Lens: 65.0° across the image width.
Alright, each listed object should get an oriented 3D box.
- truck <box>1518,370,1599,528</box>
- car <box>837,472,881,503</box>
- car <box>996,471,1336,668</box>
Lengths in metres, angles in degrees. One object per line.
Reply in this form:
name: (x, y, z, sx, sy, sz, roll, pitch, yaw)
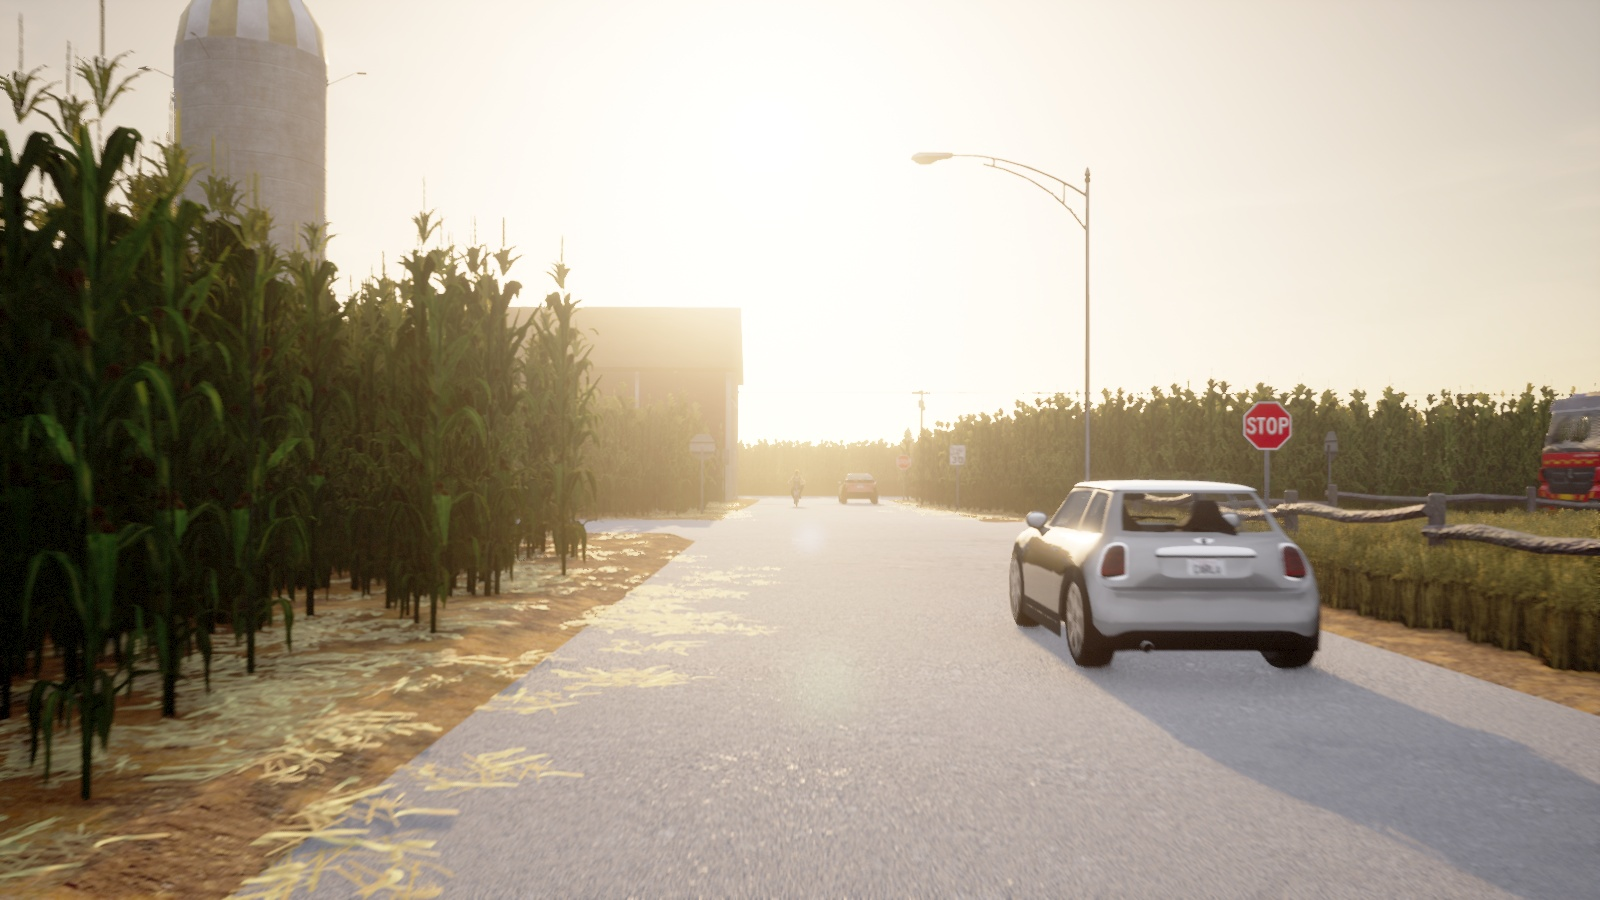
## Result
truck: (23.231, 0.016, 31.762, 8.468, 3.827, 2.891, 0, -1, 0)
car: (2.945, 1.870, 63.547, 2.007, 1.525, 4.514, 0, -1, 0)
car: (3.072, 0.938, 11.432, 1.970, 1.475, 3.806, 0, -1, 0)
